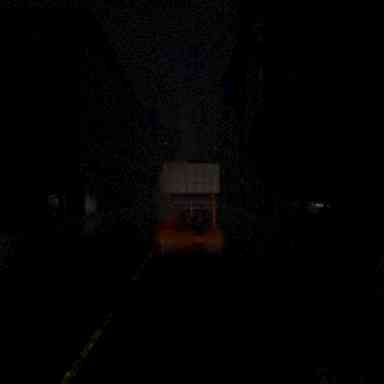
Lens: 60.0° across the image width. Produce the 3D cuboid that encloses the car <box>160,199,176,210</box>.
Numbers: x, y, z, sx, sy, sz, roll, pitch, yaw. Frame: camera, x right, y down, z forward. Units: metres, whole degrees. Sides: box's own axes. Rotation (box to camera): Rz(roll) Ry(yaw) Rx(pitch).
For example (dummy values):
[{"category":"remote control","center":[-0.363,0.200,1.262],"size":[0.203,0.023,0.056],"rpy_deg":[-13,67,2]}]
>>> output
[{"category":"car","center":[-3.165,1.658,44.993],"size":[1.837,1.490,4.892],"rpy_deg":[0,0,0]}]

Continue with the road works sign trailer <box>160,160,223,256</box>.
[{"category":"road works sign trailer","center":[-0.024,0.511,13.377],"size":[2.380,3.560,2.880],"rpy_deg":[0,0,0]}]
